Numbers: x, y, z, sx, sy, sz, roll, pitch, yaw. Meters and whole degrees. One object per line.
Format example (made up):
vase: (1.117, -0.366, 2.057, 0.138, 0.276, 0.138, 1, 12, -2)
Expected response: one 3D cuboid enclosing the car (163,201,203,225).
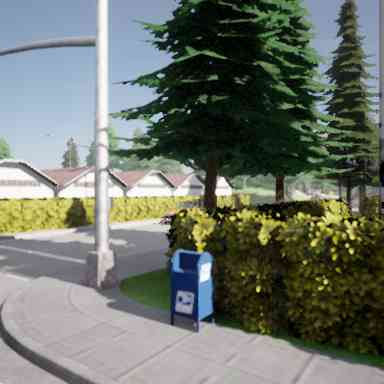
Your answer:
car: (-0.166, 1.520, 25.458, 2.097, 1.767, 4.553, 0, -1, 36)
